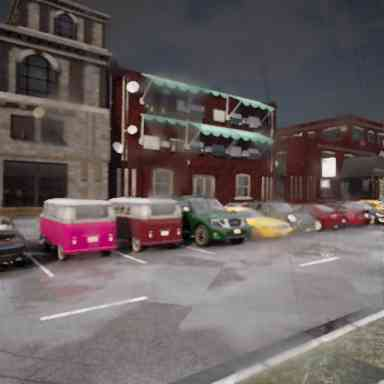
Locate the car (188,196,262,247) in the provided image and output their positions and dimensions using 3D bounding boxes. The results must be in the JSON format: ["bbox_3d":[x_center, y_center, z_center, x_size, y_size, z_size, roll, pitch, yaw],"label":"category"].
[{"bbox_3d":[0.206,1.215,15.481,2.435,2.045,5.566,0,0,-35],"label":"car"}]

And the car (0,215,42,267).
[{"bbox_3d":[-6.608,1.480,10.680,2.231,1.521,4.892,0,0,-35],"label":"car"}]

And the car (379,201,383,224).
[{"bbox_3d":[11.418,1.415,23.490,2.231,1.521,4.892,0,0,-35],"label":"car"}]

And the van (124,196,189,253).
[{"bbox_3d":[-2.243,1.246,13.923,1.878,1.987,4.442,0,0,-35],"label":"van"}]

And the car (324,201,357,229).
[{"bbox_3d":[6.892,1.438,20.261,2.097,1.535,5.008,0,0,-35],"label":"car"}]

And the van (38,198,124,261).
[{"bbox_3d":[-4.410,1.251,12.390,1.878,1.987,4.442,0,0,-35],"label":"van"}]

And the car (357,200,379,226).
[{"bbox_3d":[9.139,1.456,21.899,2.163,1.488,4.792,0,0,-35],"label":"car"}]

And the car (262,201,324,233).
[{"bbox_3d":[4.605,1.324,18.682,2.185,1.767,4.553,0,0,-35],"label":"car"}]

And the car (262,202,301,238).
[{"bbox_3d":[2.566,1.456,16.967,1.946,1.575,5.366,0,0,-35],"label":"car"}]
